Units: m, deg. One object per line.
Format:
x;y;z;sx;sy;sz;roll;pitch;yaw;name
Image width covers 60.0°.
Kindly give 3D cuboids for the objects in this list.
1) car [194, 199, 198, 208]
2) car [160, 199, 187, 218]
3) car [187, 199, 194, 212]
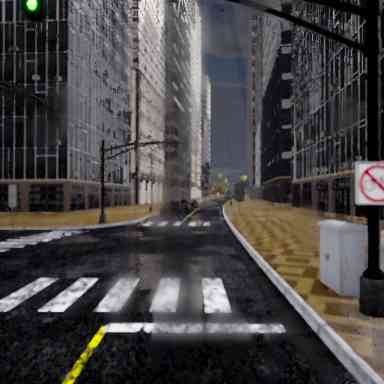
-0.170;1.745;52.313;1.994;1.385;4.181;0;0;6;car
-1.923;1.601;32.524;1.882;1.535;5.008;0;0;4;car
-1.158;1.659;42.342;1.837;1.490;4.892;0;0;5;car
